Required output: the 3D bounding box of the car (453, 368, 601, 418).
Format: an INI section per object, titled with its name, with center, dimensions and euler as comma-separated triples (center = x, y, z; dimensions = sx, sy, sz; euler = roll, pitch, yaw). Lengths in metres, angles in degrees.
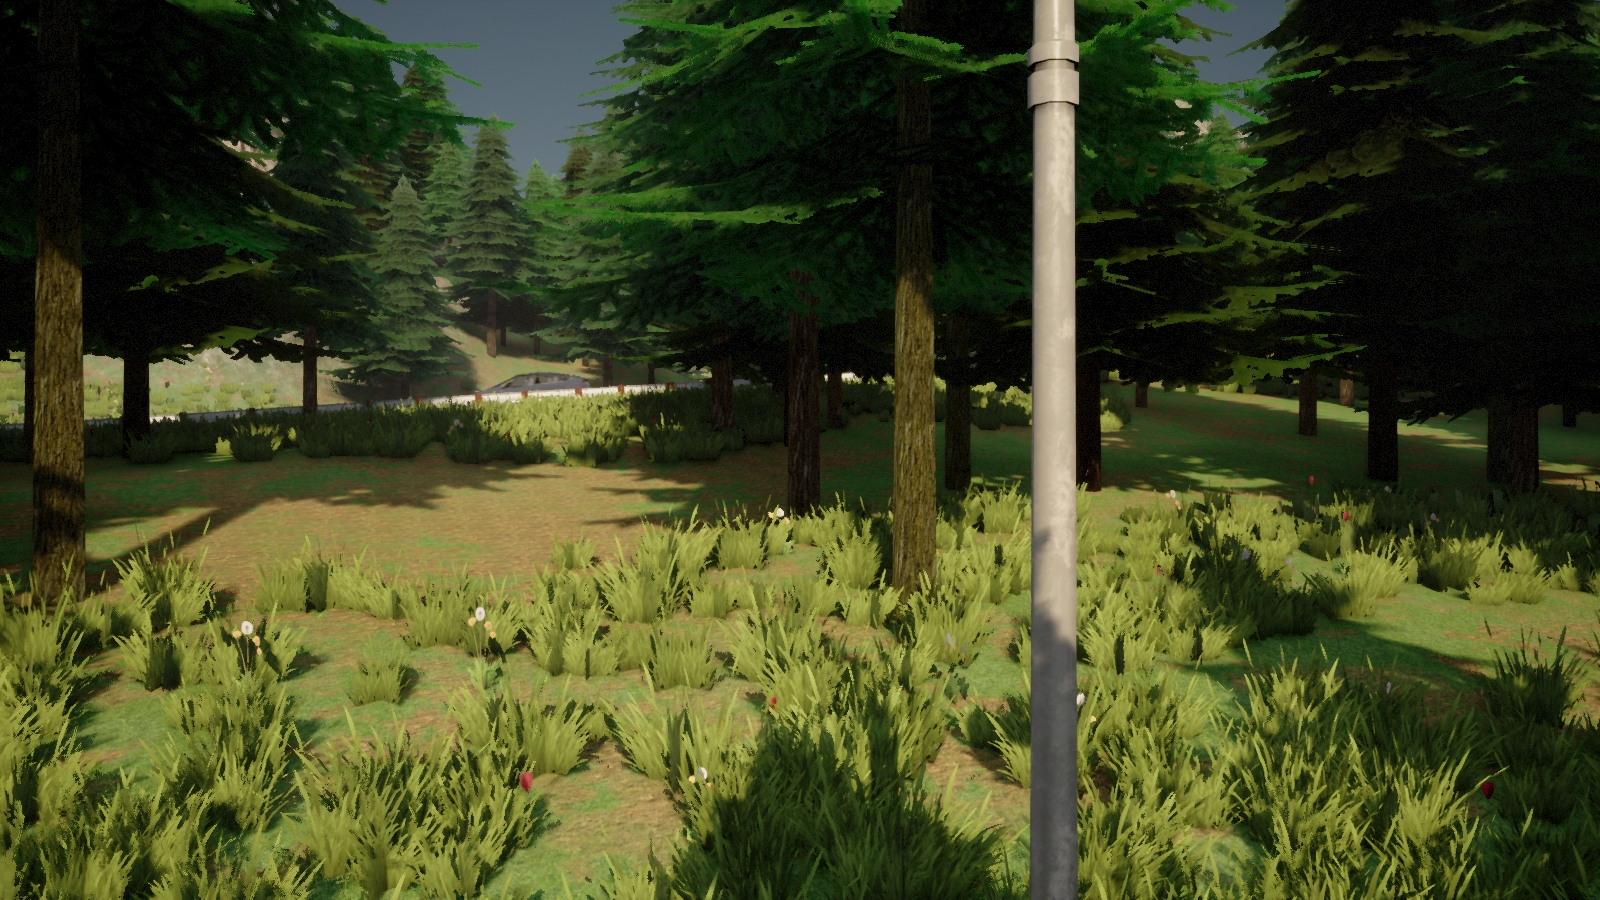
[car]
center = -9.973, -2.080, 41.805
dimensions = 4.792, 1.488, 2.163
euler = -5, 2, -27
